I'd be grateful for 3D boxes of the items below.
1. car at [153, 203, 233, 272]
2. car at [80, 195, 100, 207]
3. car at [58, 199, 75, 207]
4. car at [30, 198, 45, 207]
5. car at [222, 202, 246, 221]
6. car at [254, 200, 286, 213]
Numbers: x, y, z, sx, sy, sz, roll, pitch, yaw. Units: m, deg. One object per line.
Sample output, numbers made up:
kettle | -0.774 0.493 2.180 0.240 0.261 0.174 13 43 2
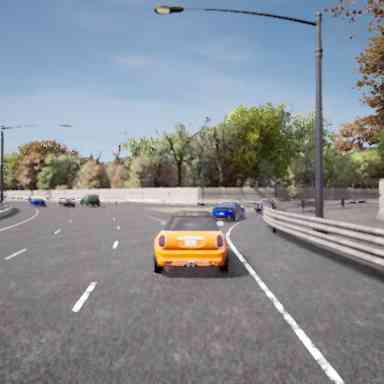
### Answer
car | 0.012 1.394 11.047 2.097 1.767 4.553 0 0 1
car | -17.175 1.449 55.899 2.150 2.045 5.566 0 0 -32
car | -20.808 1.829 55.107 1.895 1.301 4.718 0 0 -32
car | -26.906 1.722 57.859 1.882 1.535 5.008 0 0 -35
car | 3.282 1.581 28.625 1.882 1.535 5.008 -1 0 22
car | 9.244 1.683 38.848 2.033 1.411 5.357 0 0 41
